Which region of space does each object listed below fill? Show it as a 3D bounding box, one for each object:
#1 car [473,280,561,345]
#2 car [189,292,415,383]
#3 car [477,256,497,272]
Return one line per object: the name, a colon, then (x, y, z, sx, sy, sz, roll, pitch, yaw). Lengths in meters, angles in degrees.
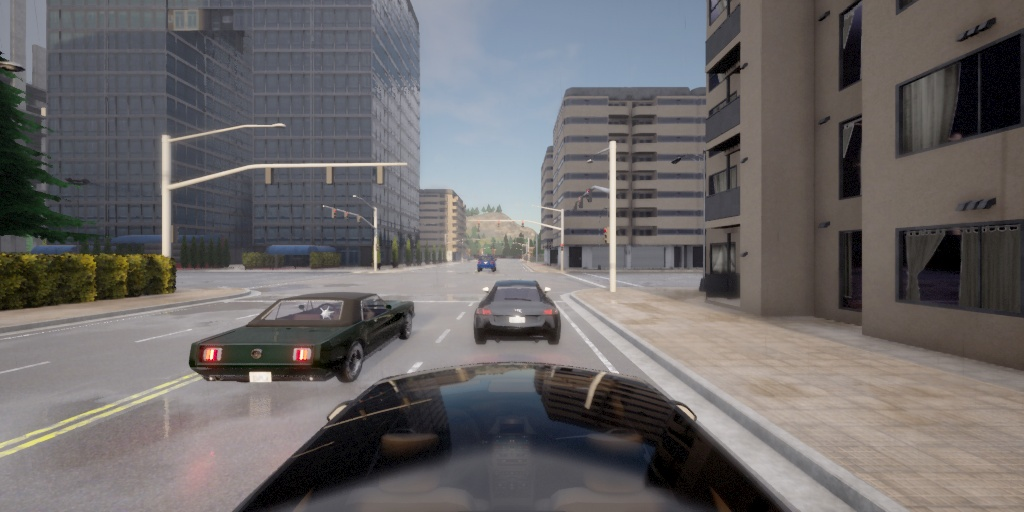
car: (0.130, 1.314, 9.545, 1.994, 1.385, 4.181, 0, 0, 1)
car: (-3.381, 1.351, 7.067, 1.895, 1.301, 4.718, 0, 0, 0)
car: (-3.211, 0.971, 46.300, 2.150, 2.045, 5.566, 0, 0, 0)
